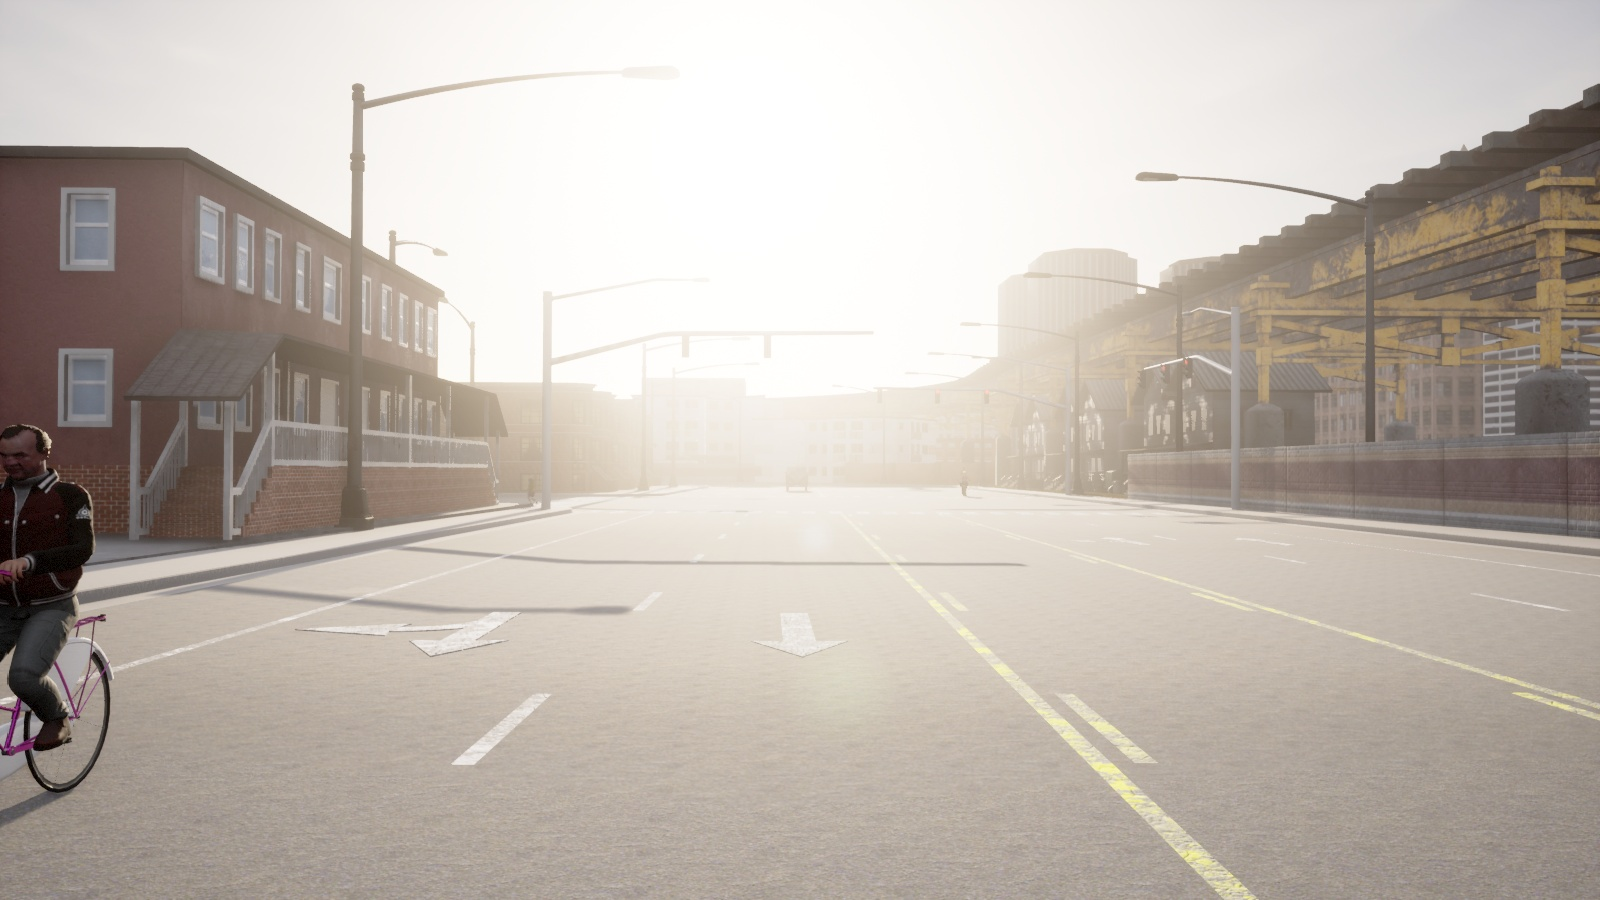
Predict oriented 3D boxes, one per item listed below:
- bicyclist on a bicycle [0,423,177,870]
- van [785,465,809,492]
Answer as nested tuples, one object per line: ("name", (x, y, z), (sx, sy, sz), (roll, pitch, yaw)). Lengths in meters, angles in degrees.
("bicyclist on a bicycle", (-3.513, 0.791, 5.486), (0.659, 1.776, 1.843), (0, -1, 0))
("van", (-0.230, 2.208, 97.882), (1.775, 1.987, 4.442), (0, -1, 0))
